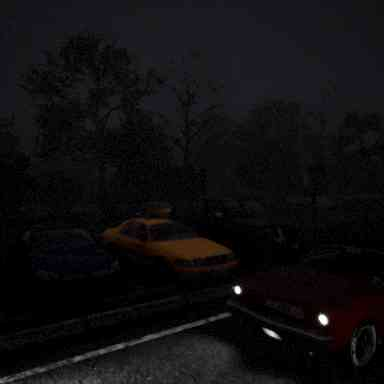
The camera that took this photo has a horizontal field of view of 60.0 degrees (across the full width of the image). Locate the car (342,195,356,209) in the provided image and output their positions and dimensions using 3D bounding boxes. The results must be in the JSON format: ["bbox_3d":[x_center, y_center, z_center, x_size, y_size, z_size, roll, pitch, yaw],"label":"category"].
[{"bbox_3d":[15.504,1.039,37.779,2.185,1.767,4.553,-1,0,-36],"label":"car"}]

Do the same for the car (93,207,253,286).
[{"bbox_3d":[-0.930,1.447,9.707,1.946,1.575,5.366,-1,0,-36],"label":"car"}]

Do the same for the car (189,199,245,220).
[{"bbox_3d":[1.988,1.354,28.054,2.163,1.488,4.792,-1,0,-36],"label":"car"}]

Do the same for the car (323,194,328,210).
[{"bbox_3d":[11.009,1.217,34.525,2.097,1.535,5.008,-1,0,-36],"label":"car"}]

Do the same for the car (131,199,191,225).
[{"bbox_3d":[-2.439,1.376,24.700,1.946,1.575,5.366,-1,0,-36],"label":"car"}]

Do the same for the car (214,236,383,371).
[{"bbox_3d":[2.857,1.555,5.717,4.718,1.301,1.895,-1,0,-35],"label":"car"}]

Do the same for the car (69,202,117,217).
[{"bbox_3d":[-7.068,1.434,21.631,2.231,1.521,4.892,-1,0,-36],"label":"car"}]

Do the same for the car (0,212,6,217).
[{"bbox_3d":[-11.585,1.486,18.405,2.097,1.535,5.008,-1,0,-36],"label":"car"}]

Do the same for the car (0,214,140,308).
[{"bbox_3d":[-3.320,1.517,8.231,2.002,1.452,4.674,-1,0,-36],"label":"car"}]

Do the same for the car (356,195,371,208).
[{"bbox_3d":[17.779,1.139,39.372,2.097,1.535,5.008,-1,0,-36],"label":"car"}]

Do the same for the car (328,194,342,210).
[{"bbox_3d":[13.266,1.231,36.140,2.002,1.452,4.674,-1,0,-36],"label":"car"}]

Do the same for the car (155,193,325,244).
[{"bbox_3d":[1.259,1.171,11.463,2.435,2.045,5.566,-1,0,-36],"label":"car"}]

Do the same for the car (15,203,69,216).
[{"bbox_3d":[-9.326,1.459,20.018,2.097,1.535,5.008,-1,0,-36],"label":"car"}]

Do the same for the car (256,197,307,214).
[{"bbox_3d":[8.748,1.284,32.912,2.002,1.452,4.674,-1,0,-35],"label":"car"}]

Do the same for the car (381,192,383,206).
[{"bbox_3d":[22.282,1.118,42.616,2.163,1.488,4.792,-1,0,-36],"label":"car"}]

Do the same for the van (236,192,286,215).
[{"bbox_3d":[6.418,1.045,31.396,1.878,1.987,4.442,-1,0,-36],"label":"van"}]

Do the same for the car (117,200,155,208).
[{"bbox_3d":[-4.822,1.435,23.263,2.163,1.488,4.792,-1,0,-36],"label":"car"}]

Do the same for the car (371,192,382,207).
[{"bbox_3d":[20.044,1.115,40.975,2.231,1.521,4.892,-1,0,-36],"label":"car"}]
